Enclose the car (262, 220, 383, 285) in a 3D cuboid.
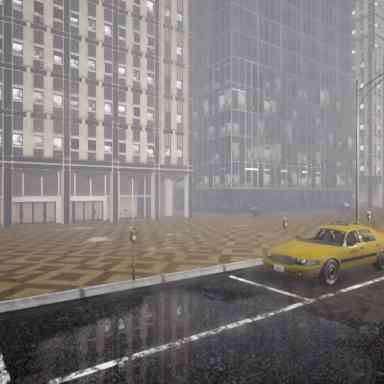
[{"bbox_3d":[4.068,1.526,9.479,4.829,1.417,1.752,0,0,-36],"label":"car"}]
